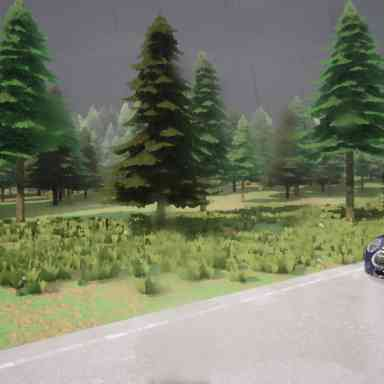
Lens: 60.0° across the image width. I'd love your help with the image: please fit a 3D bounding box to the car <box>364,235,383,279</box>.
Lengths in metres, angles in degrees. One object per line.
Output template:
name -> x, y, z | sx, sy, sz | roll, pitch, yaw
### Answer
car -> 6.579, 1.352, 8.878 | 4.553, 1.767, 2.097 | 0, 0, -36
